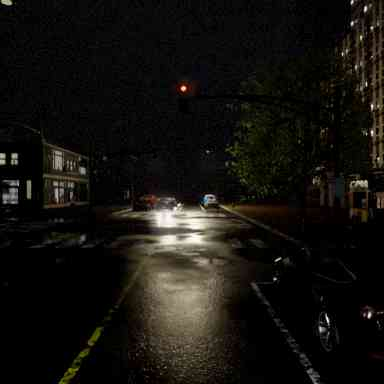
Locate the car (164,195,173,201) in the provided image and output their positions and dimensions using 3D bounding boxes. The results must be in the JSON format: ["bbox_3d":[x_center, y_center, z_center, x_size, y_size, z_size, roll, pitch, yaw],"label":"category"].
[{"bbox_3d":[-5.793,1.559,82.670,2.008,1.369,4.403,0,0,0],"label":"car"}]

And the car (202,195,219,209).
[{"bbox_3d":[2.637,1.528,43.996,1.752,1.417,4.829,0,0,0],"label":"car"}]

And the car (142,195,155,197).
[{"bbox_3d":[-5.741,1.318,43.813,2.192,1.841,5.009,0,0,0],"label":"car"}]

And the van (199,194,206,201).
[{"bbox_3d":[2.590,1.349,82.683,1.690,1.788,3.998,0,0,0],"label":"van"}]

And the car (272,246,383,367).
[{"bbox_3d":[2.687,1.566,5.797,1.947,1.339,4.313,0,0,0],"label":"car"}]

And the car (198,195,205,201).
[{"bbox_3d":[2.581,1.534,88.404,1.752,1.417,4.829,0,0,0],"label":"car"}]

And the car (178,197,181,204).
[{"bbox_3d":[-3.163,1.568,50.077,1.994,1.385,4.181,0,0,-1],"label":"car"}]

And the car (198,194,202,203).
[{"bbox_3d":[2.616,1.556,60.479,2.008,1.369,4.403,0,0,0],"label":"car"}]

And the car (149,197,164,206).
[{"bbox_3d":[-5.757,1.555,54.915,2.008,1.369,4.403,0,0,0],"label":"car"}]

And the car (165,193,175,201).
[{"bbox_3d":[-5.799,1.324,88.221,2.192,1.841,5.009,0,0,0],"label":"car"}]

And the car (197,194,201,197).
[{"bbox_3d":[2.602,1.572,71.581,1.947,1.339,4.313,0,0,0],"label":"car"}]

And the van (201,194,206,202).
[{"bbox_3d":[2.632,1.345,49.378,1.690,1.788,3.998,0,0,0],"label":"van"}]

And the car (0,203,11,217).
[{"bbox_3d":[-17.303,1.371,27.250,4.507,1.381,1.887,1,-1,-1],"label":"car"}]

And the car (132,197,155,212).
[{"bbox_3d":[-5.735,1.585,38.262,1.802,1.307,4.206,0,0,0],"label":"car"}]

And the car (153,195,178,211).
[{"bbox_3d":[-3.144,1.494,40.040,2.128,1.511,4.902,0,0,0],"label":"car"}]
